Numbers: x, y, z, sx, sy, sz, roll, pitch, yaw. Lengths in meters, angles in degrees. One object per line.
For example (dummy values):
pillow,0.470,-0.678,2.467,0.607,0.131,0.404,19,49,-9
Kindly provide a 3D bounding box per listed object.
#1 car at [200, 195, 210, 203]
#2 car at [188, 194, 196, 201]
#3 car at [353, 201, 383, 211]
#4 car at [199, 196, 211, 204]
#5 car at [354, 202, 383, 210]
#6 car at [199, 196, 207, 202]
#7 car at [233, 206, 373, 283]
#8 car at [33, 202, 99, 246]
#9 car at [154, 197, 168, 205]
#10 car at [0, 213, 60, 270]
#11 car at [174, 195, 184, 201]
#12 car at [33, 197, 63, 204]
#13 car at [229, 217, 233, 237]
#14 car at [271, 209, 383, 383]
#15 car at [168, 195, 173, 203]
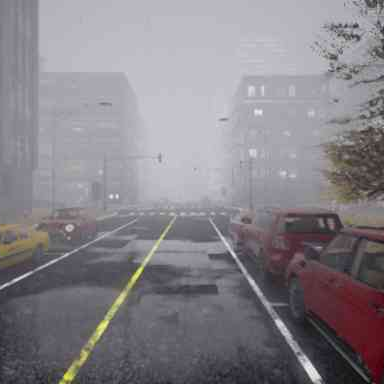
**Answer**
car,2.708,1.513,69.728,1.967,1.590,4.097,1,0,0
car,0.013,1.447,88.769,2.097,1.767,4.553,0,0,0
car,26.263,2.045,48.242,4.829,1.417,1.752,1,-1,0
car,2.706,1.612,64.204,1.887,1.381,4.507,1,0,0
car,20.852,1.787,39.891,4.097,1.590,1.967,1,-2,0
car,2.708,1.669,80.774,1.802,1.307,4.206,1,0,0
car,2.700,1.324,9.607,2.192,1.841,5.009,1,0,0
car,-5.680,1.456,15.170,1.967,1.590,4.097,1,0,0
car,-5.675,1.587,58.526,1.752,1.417,4.829,1,0,0
car,-5.682,1.535,9.440,1.752,1.417,4.829,1,0,0
car,-2.989,1.614,87.140,1.812,1.442,4.674,0,0,0
car,-17.247,1.301,39.573,4.507,1.381,1.887,1,-2,0
car,2.699,1.560,15.167,1.887,1.381,4.507,1,0,0
car,2.700,1.319,4.048,2.192,1.841,5.009,1,0,0
car,-5.674,1.619,69.742,1.887,1.381,4.507,1,0,0
